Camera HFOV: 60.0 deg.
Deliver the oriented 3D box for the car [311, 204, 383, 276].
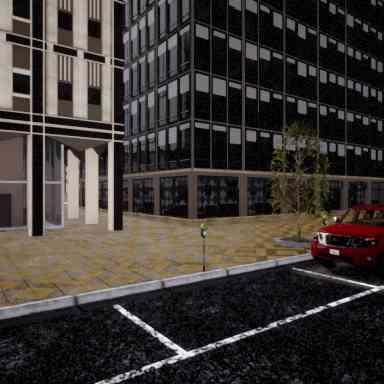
[{"bbox_3d":[5.914,1.316,10.512,5.009,1.841,2.192,0,0,-36],"label":"car"}]
